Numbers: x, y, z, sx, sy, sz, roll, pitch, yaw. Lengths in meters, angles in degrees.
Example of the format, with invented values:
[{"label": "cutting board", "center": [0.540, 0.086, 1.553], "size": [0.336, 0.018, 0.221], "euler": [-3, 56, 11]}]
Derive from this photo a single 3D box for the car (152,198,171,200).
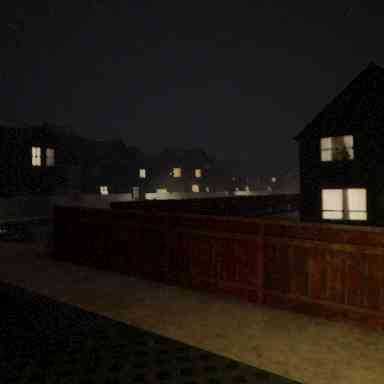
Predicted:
[{"label": "car", "center": [-1.941, 1.156, 23.939], "size": [2.033, 1.411, 5.357], "euler": [-1, 0, 35]}]
